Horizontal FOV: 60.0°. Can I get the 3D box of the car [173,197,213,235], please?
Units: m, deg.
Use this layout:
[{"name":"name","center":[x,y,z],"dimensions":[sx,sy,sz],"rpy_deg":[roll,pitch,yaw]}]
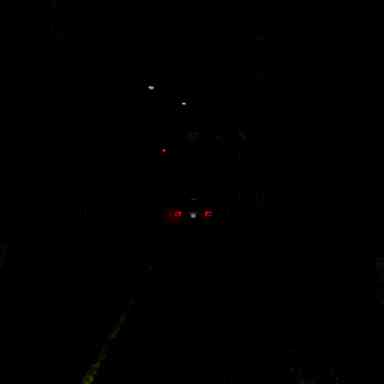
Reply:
[{"name":"car","center":[0.061,1.327,19.637],"dimensions":[2.150,2.045,5.566],"rpy_deg":[0,0,0]}]
